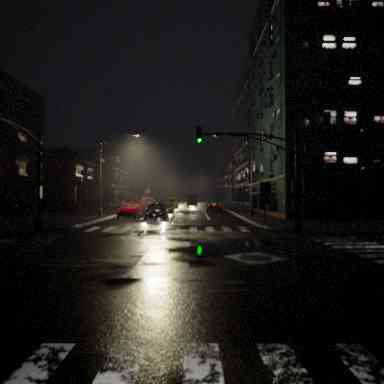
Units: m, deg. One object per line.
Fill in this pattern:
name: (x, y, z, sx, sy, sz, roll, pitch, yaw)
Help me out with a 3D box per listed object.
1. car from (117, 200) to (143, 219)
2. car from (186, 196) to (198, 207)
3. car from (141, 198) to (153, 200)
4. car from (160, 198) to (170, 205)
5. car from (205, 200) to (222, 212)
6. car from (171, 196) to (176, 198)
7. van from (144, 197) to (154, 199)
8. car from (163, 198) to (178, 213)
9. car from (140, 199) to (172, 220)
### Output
car: (-5.745, 1.712, 30.946, 1.887, 1.381, 4.507, 1, 0, 0)
car: (0.015, 1.864, 58.614, 2.033, 1.411, 5.357, 0, 0, 0)
car: (-5.667, 1.743, 36.627, 1.887, 1.381, 4.507, 1, 0, 0)
car: (-5.659, 1.965, 70.747, 1.802, 1.307, 4.206, 1, 0, 0)
car: (2.717, 1.669, 42.374, 1.967, 1.590, 4.097, 1, 0, 0)
car: (-3.075, 1.749, 50.224, 1.882, 1.535, 5.008, 0, 0, 0)
van: (-5.661, 1.570, 42.316, 1.690, 1.788, 3.998, 1, 0, 0)
car: (-3.078, 1.762, 39.689, 2.033, 1.411, 5.357, 0, 0, 0)
car: (-3.086, 1.665, 29.553, 1.837, 1.490, 4.892, 0, 0, 0)
